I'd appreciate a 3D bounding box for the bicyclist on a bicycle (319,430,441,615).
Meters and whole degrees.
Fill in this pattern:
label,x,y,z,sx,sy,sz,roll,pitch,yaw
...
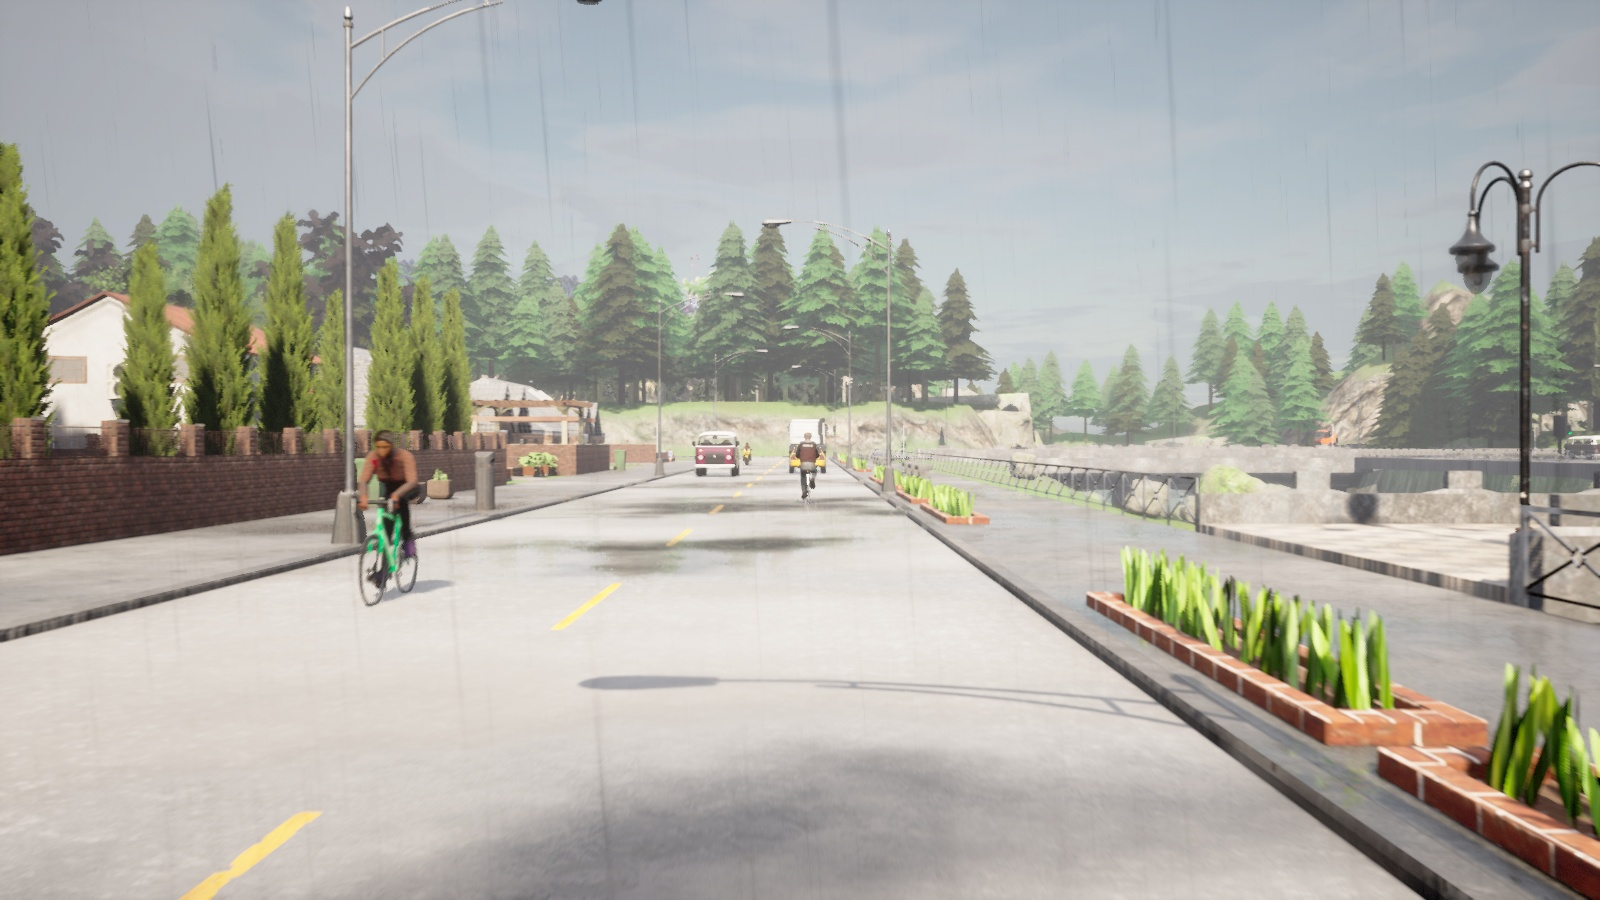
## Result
label,x,y,z,sx,sy,sz,roll,pitch,yaw
bicyclist on a bicycle,-3.917,0.629,11.837,0.582,1.620,1.656,0,1,0

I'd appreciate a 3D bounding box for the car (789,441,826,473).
label,x,y,z,sx,sy,sz,roll,pitch,yaw
car,0.380,0.329,63.260,1.801,1.575,5.366,0,0,0

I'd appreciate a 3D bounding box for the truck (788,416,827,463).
label,x,y,z,sx,sy,sz,roll,pitch,yaw
truck,0.576,-0.783,97.244,2.891,3.462,7.936,0,0,0

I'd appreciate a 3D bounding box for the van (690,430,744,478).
label,x,y,z,sx,sy,sz,roll,pitch,yaw
van,-3.663,0.152,55.912,2.069,2.038,4.480,0,0,0
